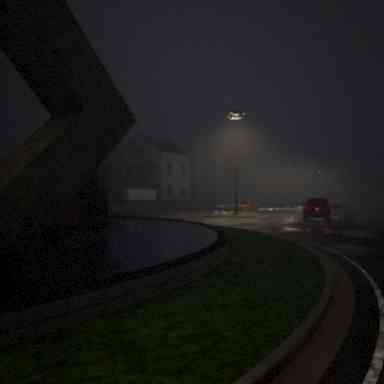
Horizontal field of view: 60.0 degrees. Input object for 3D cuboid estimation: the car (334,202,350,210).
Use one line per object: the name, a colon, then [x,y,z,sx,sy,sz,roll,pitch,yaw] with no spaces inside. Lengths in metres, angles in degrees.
car: [22.886,2.125,50.915,1.895,1.301,4.718,-1,-1,33]

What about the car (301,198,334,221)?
car: [11.532,1.560,30.769,2.150,2.045,5.566,-1,-1,20]

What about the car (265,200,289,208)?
car: [15.674,2.293,61.190,1.994,1.385,4.181,-1,-1,34]

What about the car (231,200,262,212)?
car: [8.313,2.119,50.267,1.882,1.535,5.008,-1,-1,36]

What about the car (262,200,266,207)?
car: [14.450,2.298,65.672,2.128,1.511,4.902,-1,-1,33]

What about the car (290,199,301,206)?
car: [23.738,2.359,73.532,1.812,1.442,4.674,-1,-1,33]

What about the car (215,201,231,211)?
car: [5.433,2.219,52.209,1.812,1.442,4.674,-1,-1,36]
